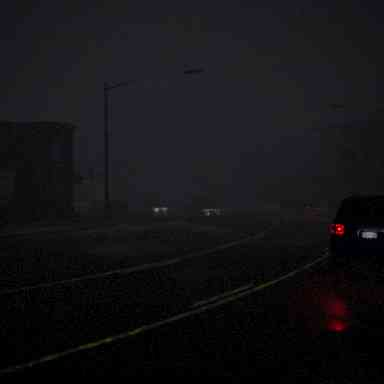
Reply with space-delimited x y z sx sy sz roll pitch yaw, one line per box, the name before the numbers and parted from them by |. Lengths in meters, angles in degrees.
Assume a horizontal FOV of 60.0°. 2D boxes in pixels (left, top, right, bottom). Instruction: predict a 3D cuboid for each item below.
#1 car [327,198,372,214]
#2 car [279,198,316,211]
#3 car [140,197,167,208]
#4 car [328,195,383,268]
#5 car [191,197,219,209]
car | 15.116 1.261 32.249 1.895 1.301 4.718 -1 0 -5
car | 11.140 1.288 35.576 1.895 1.301 4.718 -1 0 -11
car | -5.335 1.367 45.705 2.033 1.411 5.357 -1 0 -32
car | 5.885 1.103 10.241 2.150 2.045 5.566 0 1 36
car | 1.488 1.293 41.043 1.812 1.442 4.674 -1 0 -30
